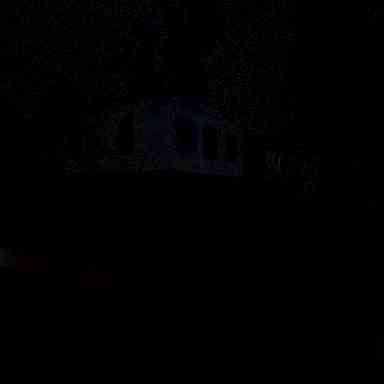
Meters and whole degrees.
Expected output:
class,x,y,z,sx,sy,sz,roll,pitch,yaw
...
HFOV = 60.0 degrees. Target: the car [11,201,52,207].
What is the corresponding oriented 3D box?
class,x,y,z,sx,sy,sz,roll,pitch,yaw
car,-14.643,1.528,29.155,2.033,1.411,5.357,0,0,29
